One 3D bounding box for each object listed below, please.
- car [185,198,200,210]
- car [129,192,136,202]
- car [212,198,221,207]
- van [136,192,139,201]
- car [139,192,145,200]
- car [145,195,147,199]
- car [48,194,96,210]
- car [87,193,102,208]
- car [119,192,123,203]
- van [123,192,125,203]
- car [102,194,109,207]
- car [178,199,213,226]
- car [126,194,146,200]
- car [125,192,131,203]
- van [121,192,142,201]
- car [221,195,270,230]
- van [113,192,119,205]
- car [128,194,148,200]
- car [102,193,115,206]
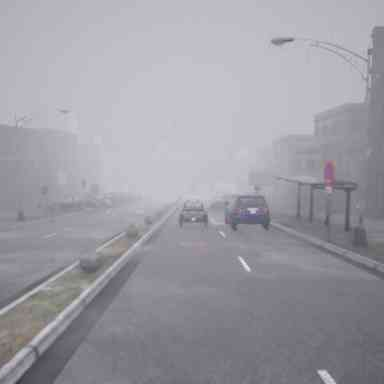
[{"bbox_3d":[0.089,1.523,43.115,1.895,1.301,4.718,0,0,0],"label":"car"},{"bbox_3d":[-14.127,1.058,62.924,5.566,2.045,2.435,-1,0,-20],"label":"car"},{"bbox_3d":[3.338,1.448,42.893,1.812,1.442,4.674,0,0,0],"label":"car"},{"bbox_3d":[-14.008,1.063,69.073,4.442,1.987,1.878,-1,0,-20],"label":"van"},{"bbox_3d":[-14.107,1.021,75.135,5.566,2.045,2.435,-1,0,-20],"label":"car"},{"bbox_3d":[-13.969,1.249,81.277,5.366,1.575,1.946,-1,0,-20],"label":"car"},{"bbox_3d":[-14.013,1.385,38.559,4.892,1.521,2.231,-1,0,-20],"label":"car"},{"bbox_3d":[-14.074,1.248,41.601,4.553,1.767,2.185,-1,0,-20],"label":"car"},{"bbox_3d":[-14.048,1.209,53.807,4.553,1.767,2.185,-1,0,-20],"label":"car"},{"bbox_3d":[-14.195,1.102,56.801,4.442,1.987,1.878,-1,0,-20],"label":"van"},{"bbox_3d":[-14.082,1.393,44.645,4.792,1.488,2.163,-1,0,-20],"label":"car"},{"bbox_3d":[0.091,1.450,22.818,2.128,1.511,4.902,0,0,0],"label":"car"},{"bbox_3d":[-14.152,1.286,84.258,4.674,1.452,2.002,-1,0,-20],"label":"car"},{"bbox_3d":[-14.086,1.318,59.893,4.892,1.521,2.231,-1,0,-20],"label":"car"},{"bbox_3d":[-14.248,1.040,78.123,4.442,1.987,1.878,-1,0,-20],"label":"van"},{"bbox_3d":[3.334,1.182,20.794,2.150,2.045,5.566,0,0,0],"label":"car"},{"bbox_3d":[-13.964,1.117,50.799,4.442,1.987,1.878,-1,0,-20],"label":"van"},{"bbox_3d":[-14.149,1.238,87.300,4.892,1.521,2.231,-1,0,-20],"label":"car"},{"bbox_3d":[-14.237,1.353,47.639,5.366,1.575,1.946,-1,0,-20],"label":"car"}]
